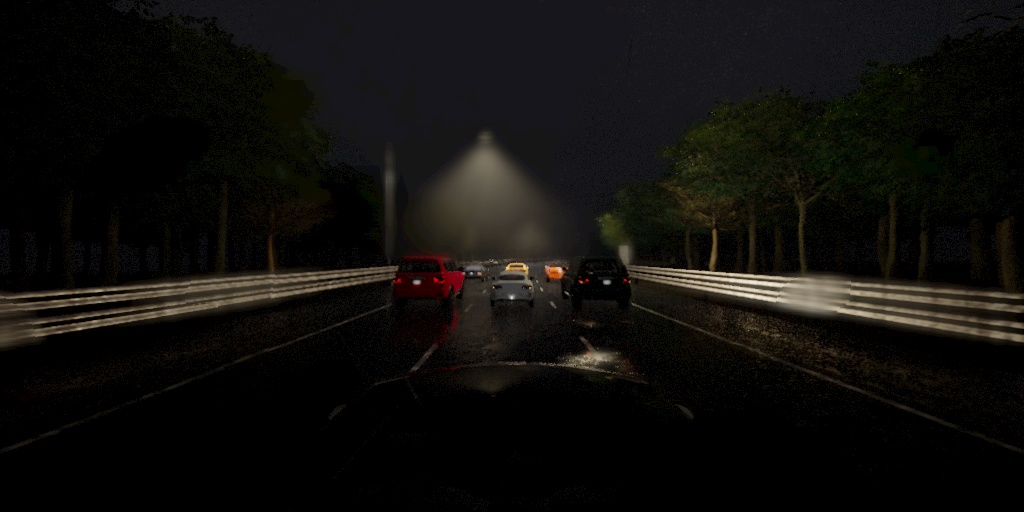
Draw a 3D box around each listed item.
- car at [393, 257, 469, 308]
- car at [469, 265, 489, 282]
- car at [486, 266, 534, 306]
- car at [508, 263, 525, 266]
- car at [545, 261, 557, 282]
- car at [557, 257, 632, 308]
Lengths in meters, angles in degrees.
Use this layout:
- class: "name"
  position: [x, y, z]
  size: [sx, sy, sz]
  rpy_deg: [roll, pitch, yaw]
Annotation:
- class: "car"
  position: [-3.486, 1.067, 15.909]
  size: [2.150, 2.045, 5.566]
  rpy_deg: [0, 0, 1]
- class: "car"
  position: [-3.089, 1.444, 30.824]
  size: [2.033, 1.411, 5.357]
  rpy_deg: [0, 0, 3]
- class: "car"
  position: [0.025, 1.378, 16.250]
  size: [1.812, 1.442, 4.674]
  rpy_deg: [0, 0, 1]
- class: "car"
  position: [0.438, 1.371, 31.148]
  size: [1.882, 1.535, 5.008]
  rpy_deg: [0, 0, 3]
- class: "car"
  position: [3.911, 1.239, 30.593]
  size: [2.097, 1.767, 4.553]
  rpy_deg: [0, 0, 3]
- class: "car"
  position: [3.514, 1.066, 15.848]
  size: [2.150, 2.045, 5.566]
  rpy_deg: [0, 0, 1]
